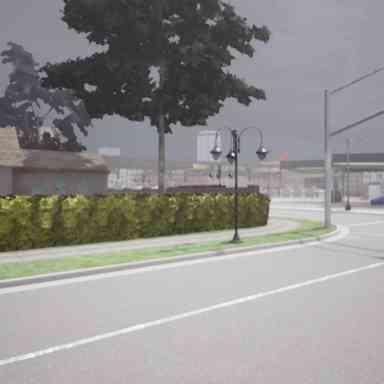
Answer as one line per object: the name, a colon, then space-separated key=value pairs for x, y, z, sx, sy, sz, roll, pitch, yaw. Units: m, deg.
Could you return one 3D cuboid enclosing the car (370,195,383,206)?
car: x=28.511 y=1.195 z=48.481 sx=2.242 sy=1.667 sz=4.611 roll=0 pitch=0 yaw=-35
